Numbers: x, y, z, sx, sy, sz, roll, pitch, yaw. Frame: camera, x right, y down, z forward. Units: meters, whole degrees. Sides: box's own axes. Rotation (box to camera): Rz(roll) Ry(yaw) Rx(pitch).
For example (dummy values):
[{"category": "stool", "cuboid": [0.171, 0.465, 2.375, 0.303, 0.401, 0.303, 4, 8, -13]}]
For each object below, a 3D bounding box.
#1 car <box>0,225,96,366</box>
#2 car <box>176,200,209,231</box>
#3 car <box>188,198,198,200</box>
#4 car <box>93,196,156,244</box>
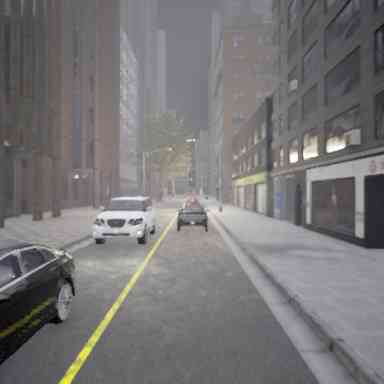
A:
[{"category": "car", "cuboid": [-3.090, 1.492, 4.362, 2.128, 1.511, 4.902, 0, 0, 0]}, {"category": "car", "cuboid": [0.054, 1.499, 20.787, 2.128, 1.511, 4.902, 0, 0, 1]}, {"category": "car", "cuboid": [0.115, 1.522, 43.869, 1.812, 1.442, 4.674, 0, 0, 0]}, {"category": "car", "cuboid": [-3.036, 1.229, 16.107, 2.150, 2.045, 5.566, 0, 0, 1]}]
